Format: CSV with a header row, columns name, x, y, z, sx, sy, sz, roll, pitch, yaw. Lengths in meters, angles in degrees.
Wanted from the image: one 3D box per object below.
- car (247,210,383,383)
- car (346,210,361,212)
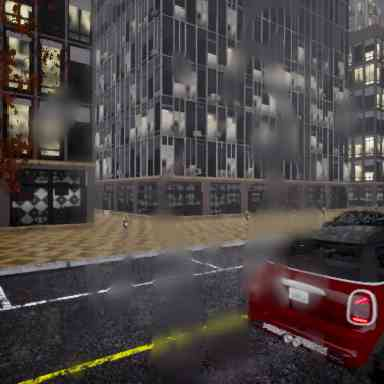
name,x,y,z,sx,sy,sz,roll,pitch,yaw
car,3.107,1.352,5.531,4.553,1.767,2.097,0,0,-35
car,8.140,1.563,16.226,4.313,1.339,1.947,0,0,-36
